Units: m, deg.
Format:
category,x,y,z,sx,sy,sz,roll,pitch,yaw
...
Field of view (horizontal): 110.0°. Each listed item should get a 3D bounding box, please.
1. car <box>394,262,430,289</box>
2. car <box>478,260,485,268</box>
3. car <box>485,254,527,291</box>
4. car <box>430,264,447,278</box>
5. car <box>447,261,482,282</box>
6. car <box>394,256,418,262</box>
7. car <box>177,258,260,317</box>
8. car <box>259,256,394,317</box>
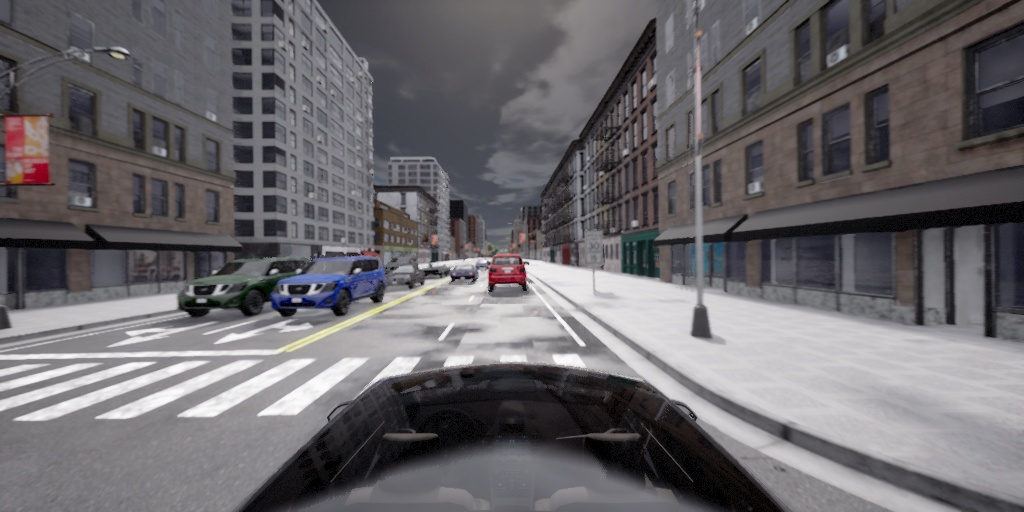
category,x,y,z,sx,sy,sz,roll,pitch,yaw
car,-6.988,1.321,23.602,1.812,1.442,4.674,-1,0,-1
car,-4.224,1.229,51.732,2.033,1.411,5.357,-1,0,-1
car,-0.286,0.927,21.835,2.150,2.045,5.566,-1,0,-1
car,-7.147,1.372,33.812,1.895,1.301,4.718,-1,0,-1
car,-3.682,1.337,28.589,1.895,1.301,4.718,-1,0,-1
car,-10.415,1.037,34.362,2.150,2.045,5.566,-1,0,-1
car,-10.057,1.083,14.302,2.150,2.045,5.566,-1,0,-1
car,-6.776,1.037,14.086,2.150,2.045,5.566,-1,0,1
